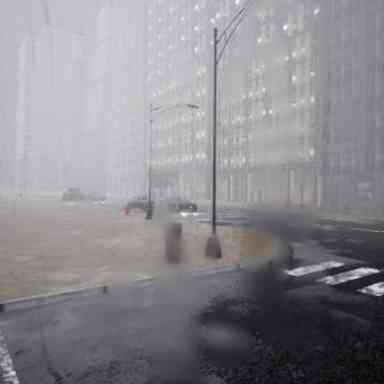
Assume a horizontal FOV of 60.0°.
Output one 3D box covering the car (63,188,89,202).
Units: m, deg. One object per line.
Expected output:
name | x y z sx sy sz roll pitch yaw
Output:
car | -17.919 0.358 50.359 2.150 2.045 5.566 1 0 -35

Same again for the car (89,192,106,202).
car | -15.215 0.730 52.156 2.033 1.411 5.357 1 0 -35

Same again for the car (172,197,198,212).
car | -1.246 1.143 31.877 1.994 1.385 4.181 1 1 -35

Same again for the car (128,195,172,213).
car | -4.212 1.027 30.453 2.128 1.511 4.902 1 1 -35
